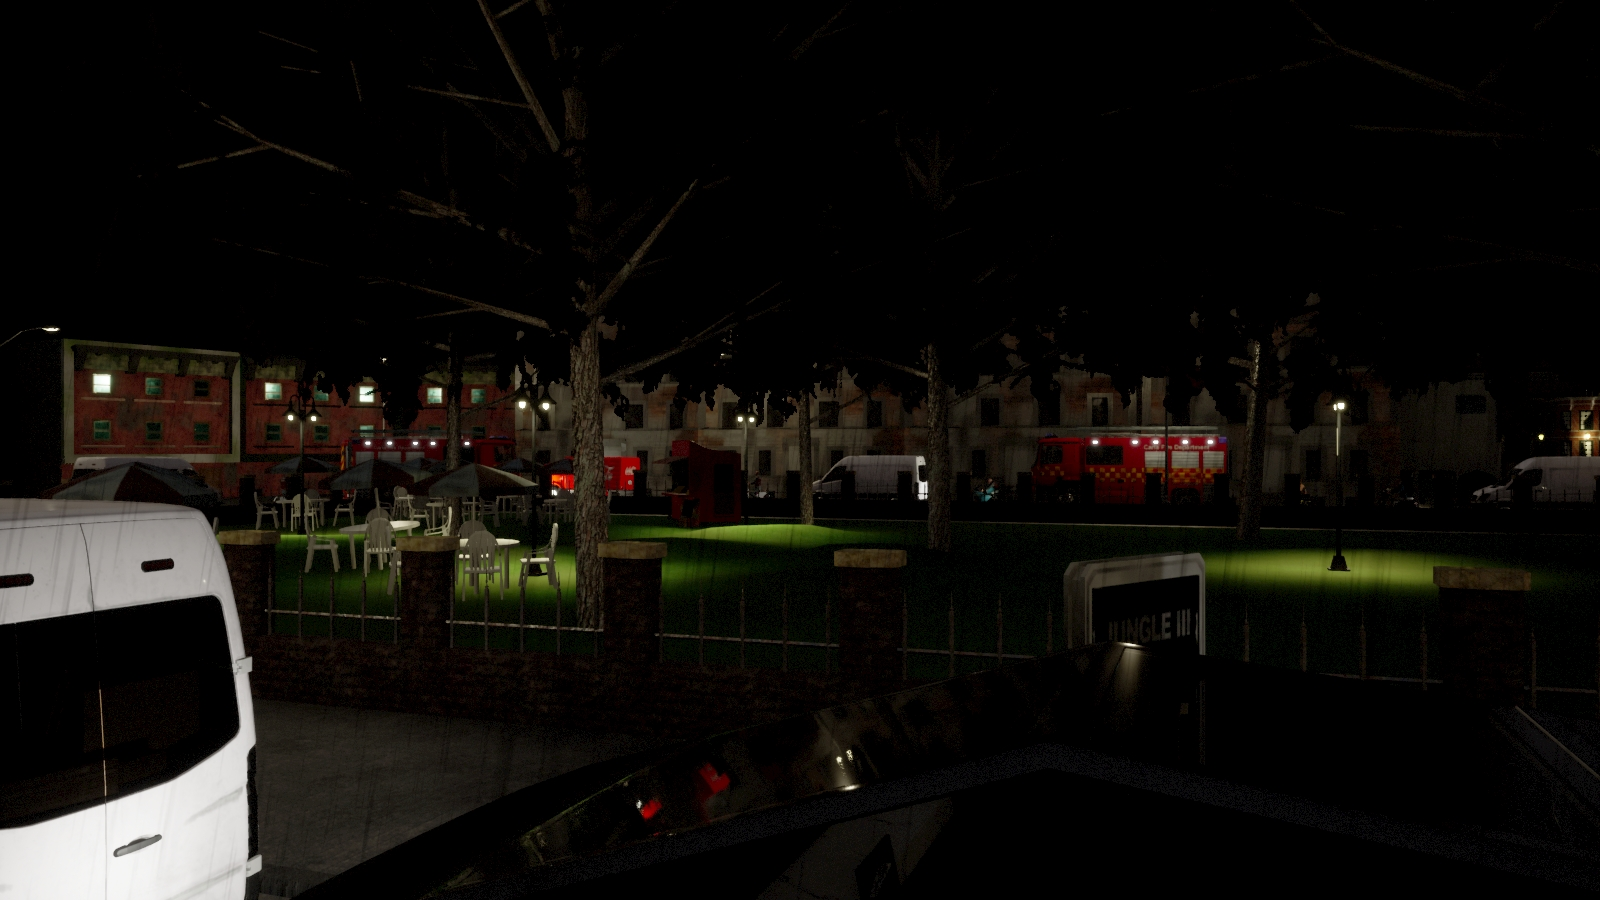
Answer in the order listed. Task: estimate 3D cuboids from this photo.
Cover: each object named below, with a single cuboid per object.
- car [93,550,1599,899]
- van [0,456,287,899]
[{"bbox_3d":[1.308,1.534,3.365,6.274,2.098,2.390,0,0,20],"label":"car"},{"bbox_3d":[-5.749,1.318,5.932,5.915,2.561,1.988,0,0,20],"label":"van"}]
